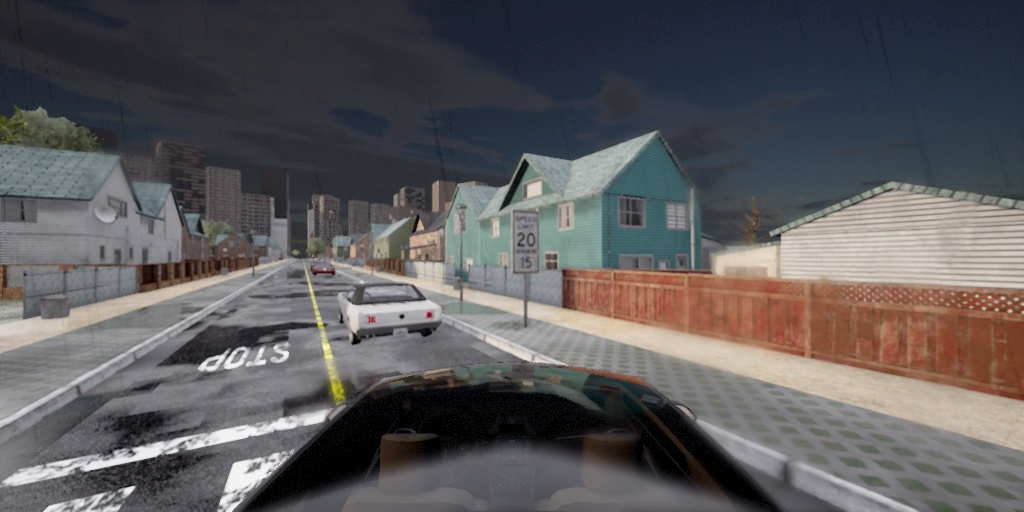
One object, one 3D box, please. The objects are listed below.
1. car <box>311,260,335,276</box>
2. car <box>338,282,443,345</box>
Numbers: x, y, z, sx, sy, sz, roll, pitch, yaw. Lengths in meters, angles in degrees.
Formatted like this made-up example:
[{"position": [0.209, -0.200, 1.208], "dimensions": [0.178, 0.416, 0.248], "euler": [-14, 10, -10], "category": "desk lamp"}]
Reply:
[{"position": [-19.439, 1.269, 36.963], "dimensions": [1.994, 1.385, 4.181], "euler": [0, 0, -31], "category": "car"}, {"position": [-3.512, 1.340, 9.629], "dimensions": [1.895, 1.301, 4.718], "euler": [0, 0, -30], "category": "car"}]
